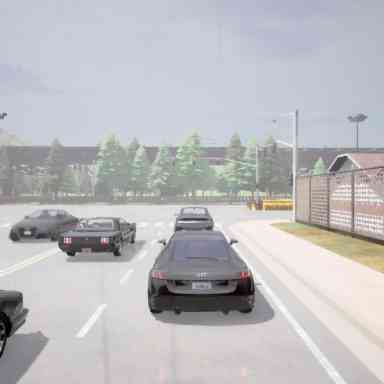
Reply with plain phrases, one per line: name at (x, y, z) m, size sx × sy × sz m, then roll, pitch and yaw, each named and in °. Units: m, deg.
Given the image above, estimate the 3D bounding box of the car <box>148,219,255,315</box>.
car at (0.147, 1.564, 7.653) m, size 1.994 × 1.385 × 4.181 m, roll 0°, pitch 0°, yaw -1°

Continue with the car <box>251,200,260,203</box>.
car at (11.752, 1.601, 52.362) m, size 4.718 × 1.301 × 1.895 m, roll 0°, pitch 0°, yaw -2°

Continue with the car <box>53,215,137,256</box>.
car at (-3.398, 1.601, 12.973) m, size 1.895 × 1.301 × 4.718 m, roll 0°, pitch 0°, yaw 0°

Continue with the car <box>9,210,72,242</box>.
car at (-7.031, 1.564, 16.257) m, size 1.994 × 1.385 × 4.181 m, roll 0°, pitch 0°, yaw 1°

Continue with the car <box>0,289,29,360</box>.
car at (-3.399, 1.547, 2.579) m, size 2.033 × 1.411 × 5.357 m, roll 0°, pitch 0°, yaw 0°

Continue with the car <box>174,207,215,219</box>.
car at (0.119, 1.492, 16.556) m, size 2.128 × 1.511 × 4.902 m, roll 0°, pitch 0°, yaw 1°

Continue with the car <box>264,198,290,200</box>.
car at (12.289, 1.601, 45.343) m, size 4.718 × 1.301 × 1.895 m, roll 0°, pitch 0°, yaw -3°
